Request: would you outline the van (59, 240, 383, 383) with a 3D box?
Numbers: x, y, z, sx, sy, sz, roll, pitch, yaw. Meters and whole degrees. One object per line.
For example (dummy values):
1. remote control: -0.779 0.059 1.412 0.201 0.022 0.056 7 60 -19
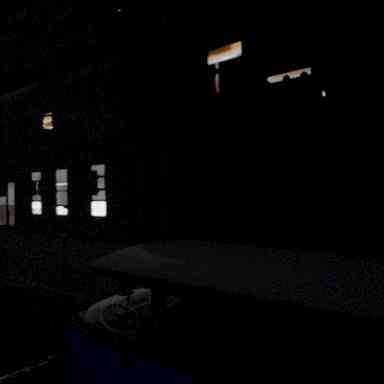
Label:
1. van: 0.735 1.347 2.367 3.998 1.788 1.690 -1 -1 36
